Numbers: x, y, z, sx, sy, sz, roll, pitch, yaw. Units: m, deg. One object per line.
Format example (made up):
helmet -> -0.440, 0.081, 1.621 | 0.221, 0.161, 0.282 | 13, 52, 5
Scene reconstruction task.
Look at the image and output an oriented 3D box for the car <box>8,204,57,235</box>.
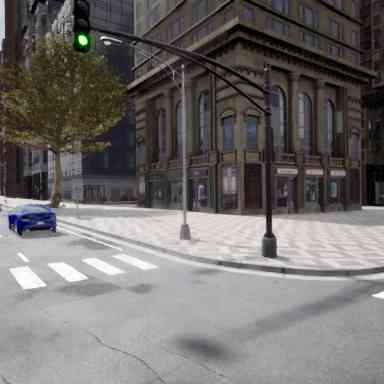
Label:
car -> -9.073, 1.428, 18.748 | 1.882, 1.535, 5.008 | -1, 1, -36
